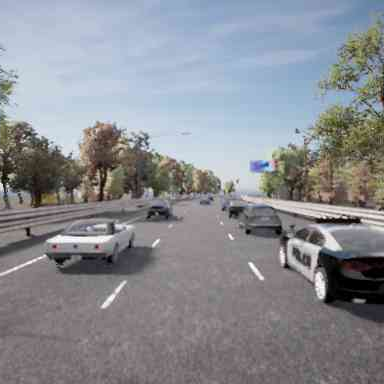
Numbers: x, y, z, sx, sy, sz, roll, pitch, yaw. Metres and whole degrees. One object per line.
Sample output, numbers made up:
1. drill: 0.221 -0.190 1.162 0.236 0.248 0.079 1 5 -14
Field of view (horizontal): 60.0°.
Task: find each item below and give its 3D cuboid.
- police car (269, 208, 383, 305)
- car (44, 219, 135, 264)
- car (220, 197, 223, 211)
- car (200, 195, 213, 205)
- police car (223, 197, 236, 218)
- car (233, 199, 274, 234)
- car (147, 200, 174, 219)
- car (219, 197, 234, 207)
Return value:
1. police car: 3.554 1.427 8.318 1.930 1.638 5.238 0 0 1
2. car: -3.287 1.600 11.772 1.895 1.301 4.718 0 0 1
3. car: 4.626 1.381 40.792 2.097 1.767 4.553 0 0 3
4. car: 2.346 1.601 60.141 2.033 1.411 5.357 0 0 5
5. police car: 4.121 1.441 30.066 1.930 1.638 5.238 0 0 2
6. car: 3.759 1.437 19.085 2.033 1.649 4.856 0 0 1
7. car: -2.784 1.516 29.553 1.837 1.490 4.892 0 0 2
8. car: 5.290 1.535 51.679 2.128 1.511 4.902 0 0 4
